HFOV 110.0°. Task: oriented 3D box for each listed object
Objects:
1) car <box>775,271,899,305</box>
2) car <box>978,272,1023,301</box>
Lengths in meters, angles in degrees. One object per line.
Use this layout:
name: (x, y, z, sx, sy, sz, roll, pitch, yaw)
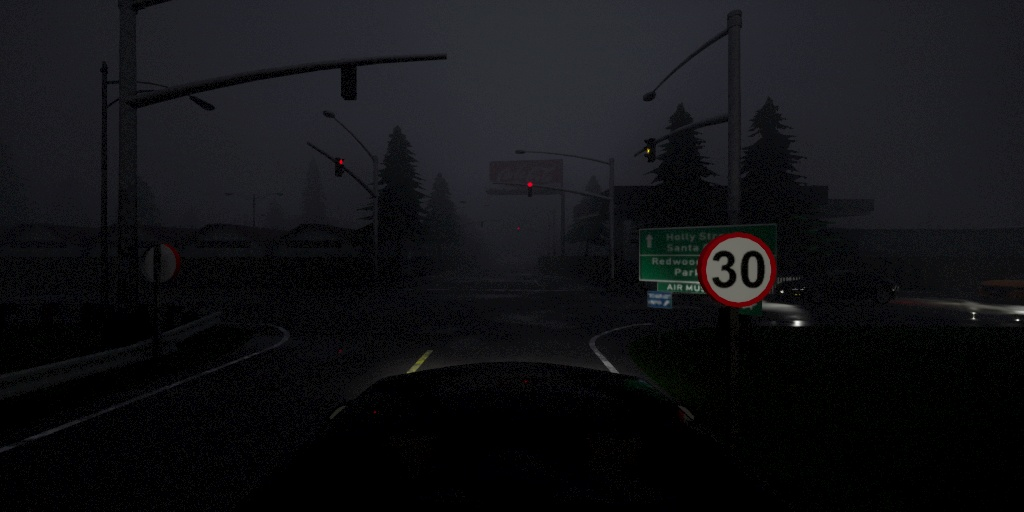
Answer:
car: (15.195, 1.446, 16.931, 4.892, 1.490, 1.837, 0, 0, 1)
car: (25.131, 1.419, 16.803, 5.008, 1.535, 1.882, 0, 0, 1)
